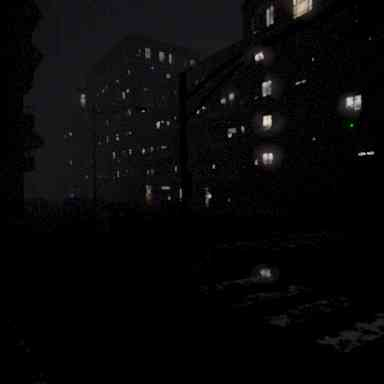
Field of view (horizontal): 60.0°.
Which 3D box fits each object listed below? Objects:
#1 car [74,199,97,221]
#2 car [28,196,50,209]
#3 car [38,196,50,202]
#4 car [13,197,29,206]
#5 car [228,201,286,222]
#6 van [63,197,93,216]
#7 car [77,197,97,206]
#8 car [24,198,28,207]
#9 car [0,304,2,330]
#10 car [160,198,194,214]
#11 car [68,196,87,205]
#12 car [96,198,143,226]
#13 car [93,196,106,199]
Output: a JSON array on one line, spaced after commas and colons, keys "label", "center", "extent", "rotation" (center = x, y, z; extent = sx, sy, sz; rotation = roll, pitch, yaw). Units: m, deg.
[{"label": "car", "center": [-8.361, 1.598, 28.741], "extent": [1.752, 1.417, 4.829], "rotation": [-2, 1, -36]}, {"label": "car", "center": [-21.353, 1.575, 46.875], "extent": [1.967, 1.590, 4.097], "rotation": [-2, 1, -36]}, {"label": "car", "center": [-37.099, 1.630, 83.249], "extent": [1.887, 1.381, 4.507], "rotation": [-2, 1, -36]}, {"label": "car", "center": [-31.019, 1.729, 60.373], "extent": [1.887, 1.381, 4.507], "rotation": [-2, 1, -36]}, {"label": "car", "center": [4.698, 1.399, 24.899], "extent": [1.752, 1.417, 4.829], "rotation": [-2, 1, -36]}, {"label": "van", "center": [-11.686, 1.430, 33.376], "extent": [1.690, 1.788, 3.998], "rotation": [-2, 1, -36]}, {"label": "car", "center": [-17.762, 1.545, 56.254], "extent": [1.947, 1.339, 4.313], "rotation": [-2, 1, -36]}, {"label": "car", "center": [-24.573, 1.716, 51.375], "extent": [1.947, 1.339, 4.313], "rotation": [-2, 1, -36]}, {"label": "car", "center": [-4.476, 1.561, 3.380], "extent": [4.403, 1.369, 2.008], "rotation": [0, -1, -36]}, {"label": "car", "center": [-1.650, 1.342, 33.757], "extent": [1.967, 1.590, 4.097], "rotation": [-2, 1, -36]}, {"label": "car", "center": [-20.985, 1.547, 60.753], "extent": [2.008, 1.369, 4.403], "rotation": [-2, 1, -36]}, {"label": "car", "center": [-5.239, 1.499, 24.380], "extent": [1.967, 1.590, 4.097], "rotation": [-2, 1, -36]}, {"label": "car", "center": [-14.542, 1.403, 51.753], "extent": [1.967, 1.590, 4.097], "rotation": [-2, 1, -36]}]
